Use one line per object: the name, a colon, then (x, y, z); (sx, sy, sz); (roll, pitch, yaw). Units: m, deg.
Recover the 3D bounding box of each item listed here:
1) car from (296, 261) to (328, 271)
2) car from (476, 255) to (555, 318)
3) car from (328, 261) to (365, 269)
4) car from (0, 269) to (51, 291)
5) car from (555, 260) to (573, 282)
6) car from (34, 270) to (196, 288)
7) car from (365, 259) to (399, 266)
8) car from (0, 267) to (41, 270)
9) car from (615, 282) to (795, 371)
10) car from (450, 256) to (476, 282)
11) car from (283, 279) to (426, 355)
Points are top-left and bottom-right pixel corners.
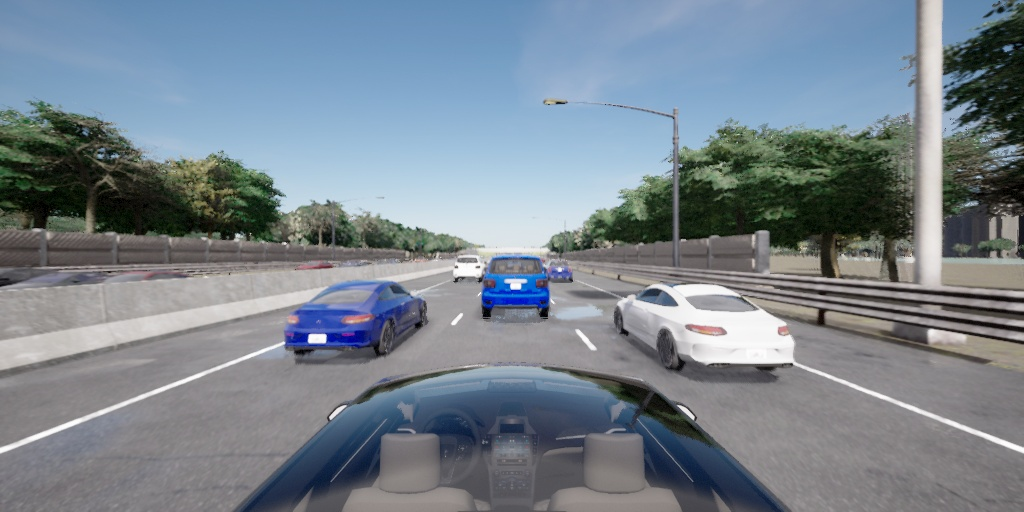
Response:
car: (-20.923, 1.261, 38.383); (1.882, 1.535, 5.008); (0, 0, 1)
car: (0.118, 0.981, 13.164); (2.150, 2.045, 5.566); (0, 0, 0)
car: (-17.416, 1.276, 39.076); (2.128, 1.511, 4.902); (0, 0, 1)
car: (-17.575, 1.324, 14.161); (1.994, 1.385, 4.181); (0, 0, 0)
car: (3.694, 1.128, 29.753); (2.097, 1.767, 4.553); (0, 0, 0)
car: (-14.078, 1.286, 13.631); (1.812, 1.442, 4.674); (0, 0, 0)
car: (-13.909, 1.137, 39.525); (2.097, 1.767, 4.553); (0, 0, 1)
car: (-21.073, 1.239, 14.913); (1.882, 1.535, 5.008); (0, 0, 0)
car: (3.607, 1.281, 7.589); (1.812, 1.442, 4.674); (0, 0, 0)
car: (-3.311, 0.996, 29.083); (2.150, 2.045, 5.566); (0, 0, 0)
car: (-3.391, 1.282, 8.556); (1.812, 1.442, 4.674); (0, 0, 0)
